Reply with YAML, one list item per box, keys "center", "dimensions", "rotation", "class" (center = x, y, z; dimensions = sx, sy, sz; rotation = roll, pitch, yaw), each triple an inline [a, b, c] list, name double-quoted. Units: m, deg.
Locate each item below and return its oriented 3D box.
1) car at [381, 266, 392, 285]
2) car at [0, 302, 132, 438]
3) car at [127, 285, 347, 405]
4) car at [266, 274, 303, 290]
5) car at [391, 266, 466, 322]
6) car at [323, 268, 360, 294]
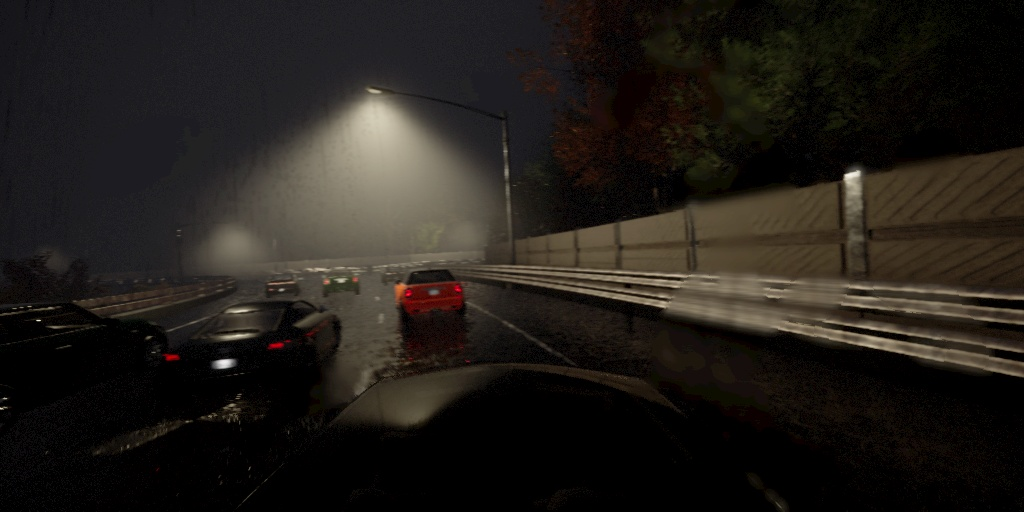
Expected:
- center: [-10.401, 1.649, 31.523]
  dimensions: [2.128, 1.511, 4.902]
  rotation: [-3, 0, -22]
  class: "car"
- center: [-7.994, 1.536, 5.751]
  dimensions: [2.097, 1.767, 4.553]
  rotation: [-3, 0, -16]
  class: "car"
- center: [-4.750, 1.553, 7.115]
  dimensions: [1.994, 1.385, 4.181]
  rotation: [-3, 0, -17]
  class: "car"
- center: [-15.820, 2.004, 24.992]
  dimensions: [2.128, 1.511, 4.902]
  rotation: [-3, 0, -27]
  class: "car"
- center: [-3.215, 1.210, 13.459]
  dimensions: [2.097, 1.767, 4.553]
  rotation: [-4, 0, -20]
  class: "car"
- center: [-11.354, 1.614, 23.814]
  dimensions: [2.097, 1.767, 4.553]
  rotation: [-3, 0, -26]
  class: "car"
